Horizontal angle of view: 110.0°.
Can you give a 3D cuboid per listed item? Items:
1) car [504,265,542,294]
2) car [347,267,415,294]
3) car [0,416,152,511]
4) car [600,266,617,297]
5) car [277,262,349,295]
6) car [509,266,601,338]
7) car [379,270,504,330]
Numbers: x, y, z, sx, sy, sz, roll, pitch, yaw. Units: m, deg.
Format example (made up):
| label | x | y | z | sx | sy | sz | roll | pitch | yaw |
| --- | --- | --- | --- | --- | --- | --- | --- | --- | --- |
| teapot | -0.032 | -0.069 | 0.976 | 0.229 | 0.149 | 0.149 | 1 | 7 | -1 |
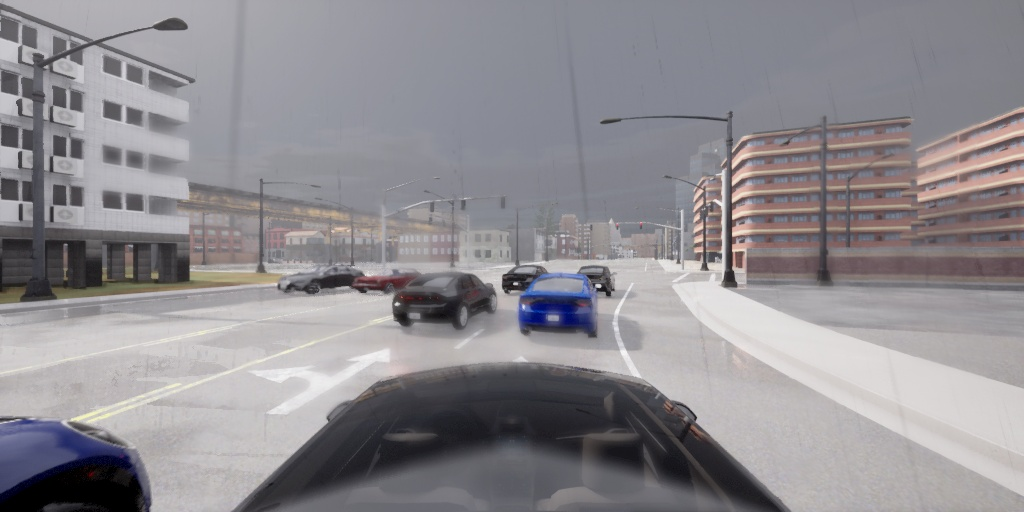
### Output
| label | x | y | z | sx | sy | sz | roll | pitch | yaw |
| --- | --- | --- | --- | --- | --- | --- | --- | --- | --- |
| car | 1.033 | 1.228 | 20.061 | 1.882 | 1.535 | 5.008 | 0 | 0 | 20 |
| car | -6.588 | 1.351 | 20.150 | 1.895 | 1.301 | 4.718 | 0 | 0 | 21 |
| car | -3.261 | 1.102 | 0.299 | 2.097 | 1.767 | 4.553 | 0 | 0 | -1 |
| car | 4.475 | 1.255 | 19.268 | 1.837 | 1.490 | 4.892 | 0 | 0 | 20 |
| car | -10.393 | 1.242 | 19.902 | 2.128 | 1.511 | 4.902 | 0 | 0 | 20 |
| car | 1.516 | 1.228 | 10.356 | 1.882 | 1.535 | 5.008 | 0 | 0 | 14 |
| car | -1.855 | 1.255 | 11.323 | 1.837 | 1.490 | 4.892 | 0 | 0 | 14 |
